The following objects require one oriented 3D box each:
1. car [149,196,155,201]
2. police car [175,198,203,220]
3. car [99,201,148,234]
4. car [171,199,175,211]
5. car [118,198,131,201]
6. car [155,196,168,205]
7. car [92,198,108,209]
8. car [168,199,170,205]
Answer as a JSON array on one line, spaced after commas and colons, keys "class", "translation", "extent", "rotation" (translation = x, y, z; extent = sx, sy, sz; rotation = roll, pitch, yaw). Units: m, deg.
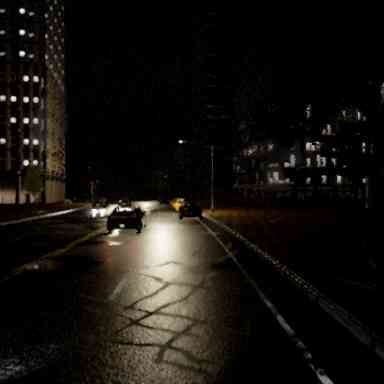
[{"class": "car", "translation": [-9.681, 1.621, 84.047], "extent": [1.812, 1.442, 4.674], "rotation": [0, 0, -13]}, {"class": "police car", "translation": [-0.221, 1.493, 29.166], "extent": [1.930, 1.638, 5.238], "rotation": [0, 0, -5]}, {"class": "car", "translation": [-3.756, 1.540, 19.672], "extent": [2.128, 1.511, 4.902], "rotation": [0, 0, -3]}, {"class": "car", "translation": [-1.180, 1.550, 39.360], "extent": [1.801, 1.575, 5.366], "rotation": [0, 0, -6]}, {"class": "car", "translation": [-10.168, 1.625, 50.213], "extent": [2.128, 1.511, 4.902], "rotation": [0, 0, -8]}, {"class": "car", "translation": [-5.275, 1.707, 62.200], "extent": [2.033, 1.411, 5.357], "rotation": [0, 0, -10]}, {"class": "car", "translation": [-13.123, 1.619, 47.779], "extent": [2.128, 1.511, 4.902], "rotation": [0, 0, -7]}, {"class": "car", "translation": [-1.883, 1.566, 45.414], "extent": [1.801, 1.575, 5.366], "rotation": [0, 0, -7]}]
